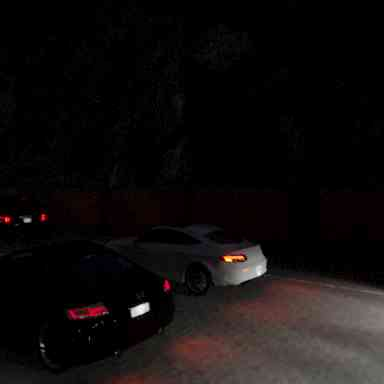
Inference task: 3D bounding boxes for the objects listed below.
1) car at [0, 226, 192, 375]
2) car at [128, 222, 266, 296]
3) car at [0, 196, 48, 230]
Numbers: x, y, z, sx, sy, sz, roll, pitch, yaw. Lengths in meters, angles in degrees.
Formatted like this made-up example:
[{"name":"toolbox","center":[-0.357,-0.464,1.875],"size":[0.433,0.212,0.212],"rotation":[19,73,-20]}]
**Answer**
[{"name":"car","center":[-2.328,1.550,5.655],"size":[4.181,1.385,1.994],"rotation":[0,0,36]},{"name":"car","center":[-0.416,1.512,8.590],"size":[4.674,1.442,1.812],"rotation":[0,0,36]},{"name":"car","center":[-8.505,1.181,14.366],"size":[5.566,2.045,2.150],"rotation":[0,0,36]}]
